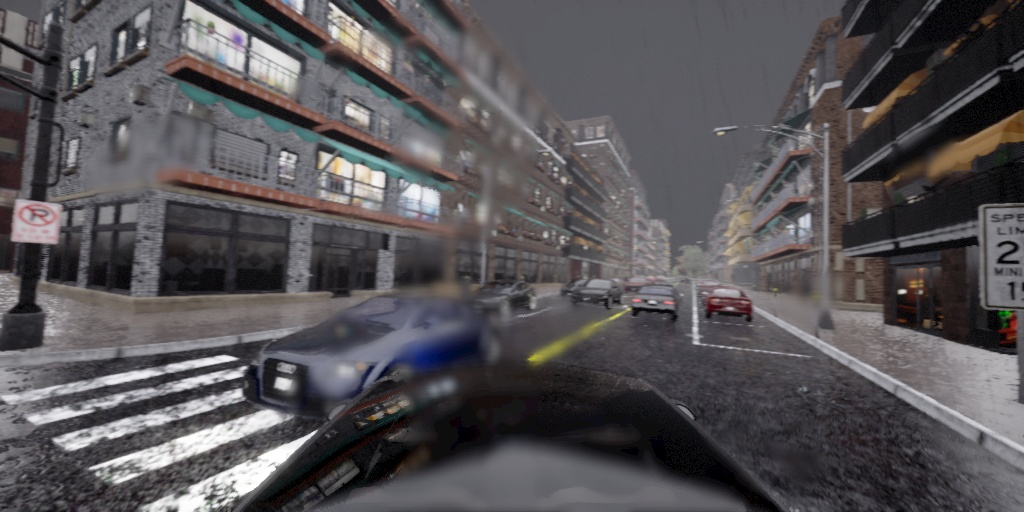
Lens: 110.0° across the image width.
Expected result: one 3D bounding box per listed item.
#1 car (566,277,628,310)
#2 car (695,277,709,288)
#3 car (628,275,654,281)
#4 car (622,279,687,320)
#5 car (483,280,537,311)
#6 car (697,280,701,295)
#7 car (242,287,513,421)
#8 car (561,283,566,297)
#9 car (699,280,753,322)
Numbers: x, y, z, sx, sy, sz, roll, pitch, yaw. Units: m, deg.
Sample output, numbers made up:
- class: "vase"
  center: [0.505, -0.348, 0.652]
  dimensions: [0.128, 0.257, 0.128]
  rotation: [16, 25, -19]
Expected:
- class: "car"
  center: [4.763, 1.943, 19.459]
  dimensions: [1.882, 1.535, 5.008]
  rotation: [1, -2, 27]
- class: "car"
  center: [17.433, 2.901, 31.702]
  dimensions: [1.888, 1.381, 4.507]
  rotation: [0, 0, 27]
- class: "car"
  center: [11.465, 2.640, 32.655]
  dimensions: [1.882, 1.535, 5.008]
  rotation: [1, -1, 27]
- class: "car"
  center: [6.658, 1.980, 16.346]
  dimensions: [2.033, 1.411, 5.357]
  rotation: [1, -2, 27]
- class: "car"
  center: [-0.353, 1.703, 15.405]
  dimensions: [1.948, 1.339, 4.313]
  rotation: [0, 0, 27]
- class: "car"
  center: [12.329, 2.406, 21.611]
  dimensions: [1.802, 1.307, 4.207]
  rotation: [0, 0, 27]
- class: "car"
  center: [-1.787, 1.338, 5.888]
  dimensions: [1.994, 1.385, 4.181]
  rotation: [1, -2, 23]
- class: "car"
  center: [4.870, 2.238, 25.442]
  dimensions: [1.948, 1.339, 4.313]
  rotation: [0, 0, 27]
- class: "car"
  center: [9.838, 2.104, 16.533]
  dimensions: [1.888, 1.381, 4.507]
  rotation: [0, 0, 27]
